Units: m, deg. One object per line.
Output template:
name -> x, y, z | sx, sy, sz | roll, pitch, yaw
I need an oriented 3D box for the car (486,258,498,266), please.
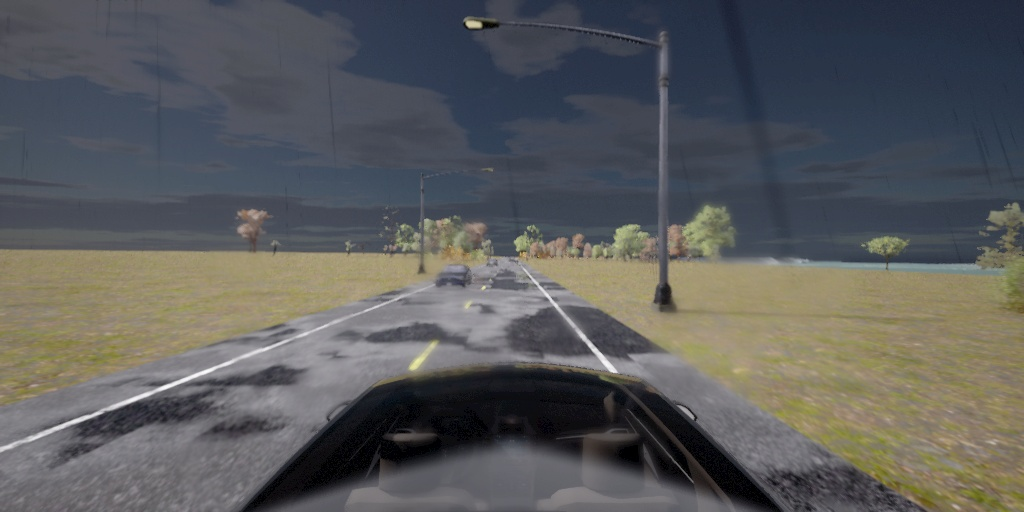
car -> -3.528, 1.087, 64.620 | 2.128, 1.511, 4.902 | 0, 0, 1

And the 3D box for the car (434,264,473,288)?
car -> -3.602, 1.246, 23.237 | 2.033, 1.411, 5.357 | 0, 0, 0
